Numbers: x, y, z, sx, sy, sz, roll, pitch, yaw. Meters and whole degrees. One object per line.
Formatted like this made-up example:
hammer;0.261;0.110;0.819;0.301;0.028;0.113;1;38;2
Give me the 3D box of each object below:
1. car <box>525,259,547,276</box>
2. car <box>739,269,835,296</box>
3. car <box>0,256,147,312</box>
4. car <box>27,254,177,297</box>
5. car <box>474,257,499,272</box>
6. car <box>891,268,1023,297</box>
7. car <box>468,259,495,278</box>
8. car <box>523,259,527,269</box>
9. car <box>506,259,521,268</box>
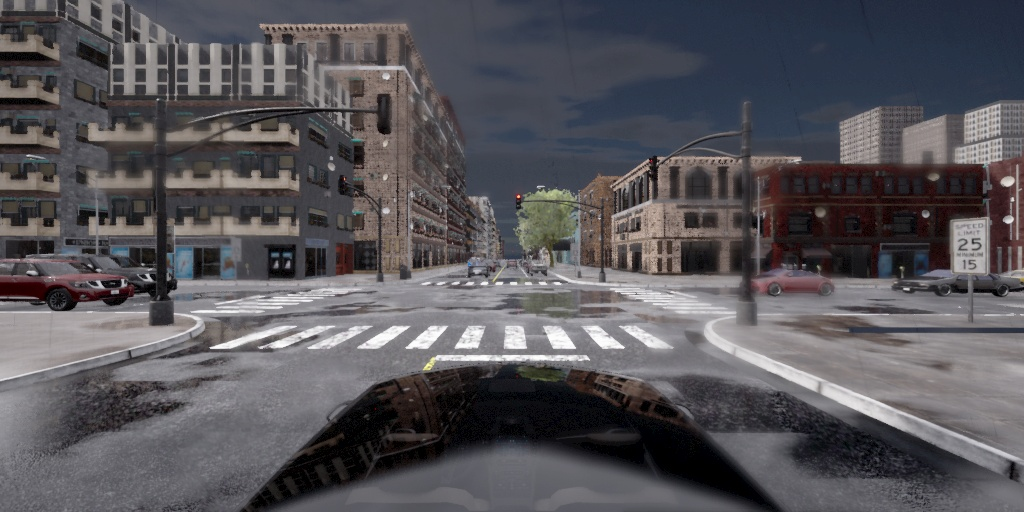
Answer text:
car;2.691;1.330;37.028;2.007;1.370;4.403;0;0;0
car;14.719;1.387;19.325;4.181;1.385;1.994;0;0;0
car;-17.276;1.013;13.309;5.009;1.841;2.192;0;0;0
car;-18.310;0.917;15.889;5.566;2.045;2.150;0;0;0
car;-3.096;1.144;44.720;2.097;1.767;4.553;0;0;0
car;24.020;1.412;19.392;5.357;1.411;2.033;0;0;0
car;-3.101;1.267;34.379;2.128;1.511;4.902;0;0;0
car;2.692;1.228;42.725;1.967;1.591;4.097;0;0;0
car;0.002;1.319;63.384;2.128;1.511;4.902;0;0;0
